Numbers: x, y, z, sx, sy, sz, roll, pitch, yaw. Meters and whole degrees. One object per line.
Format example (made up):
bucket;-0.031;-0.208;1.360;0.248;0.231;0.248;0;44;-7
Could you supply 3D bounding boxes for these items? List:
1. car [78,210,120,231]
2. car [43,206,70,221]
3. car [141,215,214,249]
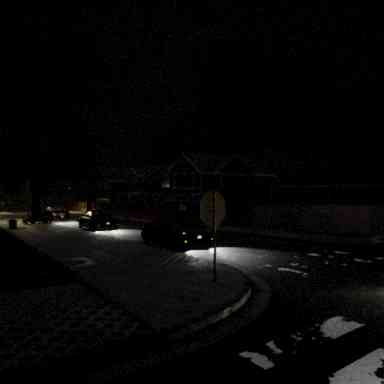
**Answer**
car;-7.039;2.062;24.934;1.994;1.385;4.181;0;-1;-36
car;-14.370;2.230;35.221;2.128;1.511;4.902;0;-1;-35
car;-0.815;1.846;16.239;1.994;1.385;4.181;0;-1;-35
